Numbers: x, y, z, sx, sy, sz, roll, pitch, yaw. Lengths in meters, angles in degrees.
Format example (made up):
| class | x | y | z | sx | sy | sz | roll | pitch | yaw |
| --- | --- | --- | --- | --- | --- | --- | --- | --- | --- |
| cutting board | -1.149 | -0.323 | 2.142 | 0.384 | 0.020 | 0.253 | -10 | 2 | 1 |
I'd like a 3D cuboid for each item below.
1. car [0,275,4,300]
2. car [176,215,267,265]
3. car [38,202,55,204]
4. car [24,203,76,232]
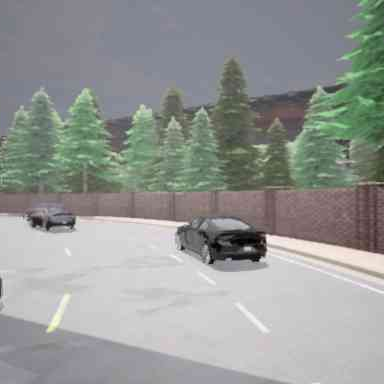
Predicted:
| class | x | y | z | sx | sy | sz | roll | pitch | yaw |
| --- | --- | --- | --- | --- | --- | --- | --- | --- | --- |
| car | -4.386 | 1.638 | 4.821 | 1.994 | 1.385 | 4.181 | 0 | -1 | -12 |
| car | 0.861 | 1.599 | 12.403 | 1.882 | 1.535 | 5.008 | 0 | -1 | -19 |
| car | -13.431 | 1.735 | 30.502 | 4.553 | 1.767 | 2.097 | -1 | -1 | 35 |
| car | -9.606 | 1.776 | 22.731 | 2.128 | 1.511 | 4.902 | 0 | -1 | -41 |
